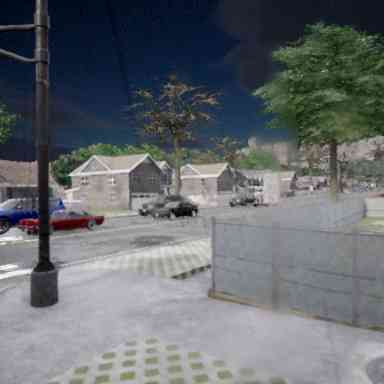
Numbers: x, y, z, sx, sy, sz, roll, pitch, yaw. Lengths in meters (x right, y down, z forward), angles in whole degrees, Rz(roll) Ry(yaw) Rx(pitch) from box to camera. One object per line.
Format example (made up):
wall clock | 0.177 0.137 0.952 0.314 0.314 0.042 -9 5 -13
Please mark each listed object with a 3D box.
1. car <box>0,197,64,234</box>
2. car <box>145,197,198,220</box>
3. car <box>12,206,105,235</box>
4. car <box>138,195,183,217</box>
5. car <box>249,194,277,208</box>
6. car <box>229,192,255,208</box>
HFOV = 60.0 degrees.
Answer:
car | -10.572 1.384 20.828 2.150 2.045 5.566 -1 0 34
car | -1.404 1.516 28.554 1.882 1.535 5.008 -1 0 34
car | -7.536 1.705 19.500 1.895 1.301 4.718 -1 0 34
car | -2.773 1.297 32.332 2.150 2.045 5.566 -1 0 34
car | 10.167 1.339 45.497 2.033 1.411 5.357 -1 0 35
car | 7.278 1.077 47.041 2.150 2.045 5.566 -1 0 35
